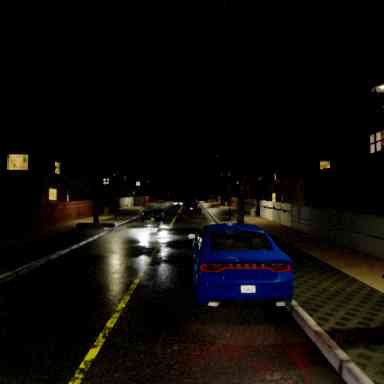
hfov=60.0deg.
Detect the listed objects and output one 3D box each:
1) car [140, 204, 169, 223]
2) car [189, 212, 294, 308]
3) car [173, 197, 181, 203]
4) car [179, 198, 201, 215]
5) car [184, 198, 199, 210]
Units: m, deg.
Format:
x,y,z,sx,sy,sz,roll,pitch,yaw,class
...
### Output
x,y,z,sx,sy,sz,roll,pitch,yaw,class
-2.826,1.632,25.929,1.895,1.301,4.718,0,0,0,car
0.940,1.487,8.081,1.882,1.535,5.008,0,0,0,car
-2.962,1.682,71.664,1.994,1.385,4.181,0,0,0,car
-0.034,1.609,34.775,1.994,1.385,4.181,0,0,1,car
-0.074,1.565,44.656,1.837,1.490,4.892,0,0,0,car
